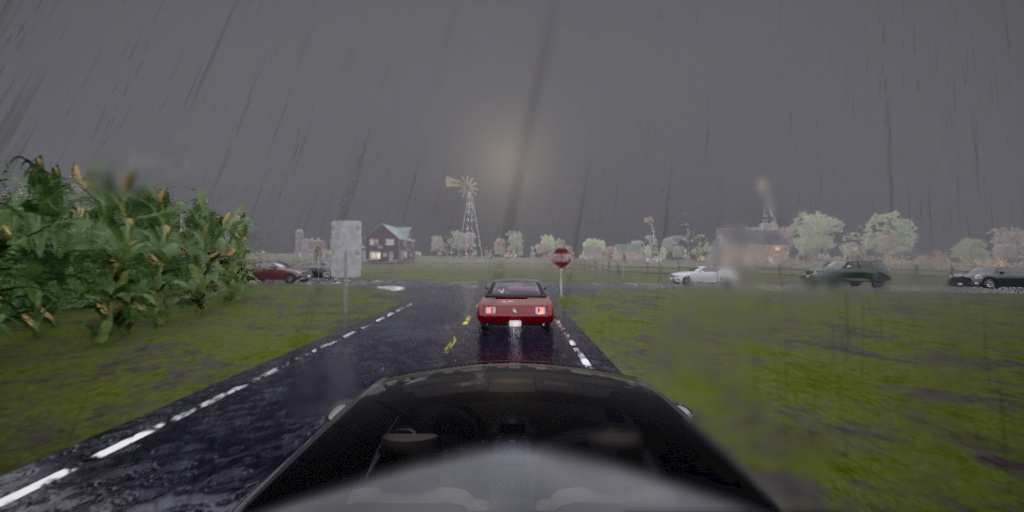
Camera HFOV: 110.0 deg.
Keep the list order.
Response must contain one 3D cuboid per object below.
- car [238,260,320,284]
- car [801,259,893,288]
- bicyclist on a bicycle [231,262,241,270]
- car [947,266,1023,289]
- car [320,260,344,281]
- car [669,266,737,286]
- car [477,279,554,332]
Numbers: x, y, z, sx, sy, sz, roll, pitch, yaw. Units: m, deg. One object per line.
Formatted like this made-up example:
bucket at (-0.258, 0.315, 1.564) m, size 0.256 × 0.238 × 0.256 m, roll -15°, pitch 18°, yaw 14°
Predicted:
car at (-15.659, 1.030, 23.580) m, size 4.674 × 1.442 × 1.812 m, roll 1°, pitch -1°, yaw 0°
car at (24.870, 1.272, 26.727) m, size 5.566 × 2.045 × 2.150 m, roll 1°, pitch -1°, yaw -1°
bicyclist on a bicycle at (-22.687, 0.933, 29.515) m, size 0.582 × 1.620 × 1.656 m, roll 1°, pitch 1°, yaw 0°
car at (35.662, 1.535, 26.759) m, size 4.553 × 1.767 × 2.097 m, roll 1°, pitch -1°, yaw 0°
car at (-14.521, 1.052, 26.471) m, size 4.902 × 1.511 × 2.128 m, roll 1°, pitch -1°, yaw 1°
car at (14.160, 1.443, 26.667) m, size 4.674 × 1.442 × 1.812 m, roll 1°, pitch -1°, yaw 0°
car at (0.135, 1.332, 10.833) m, size 1.895 × 1.301 × 4.718 m, roll 0°, pitch 0°, yaw 1°
